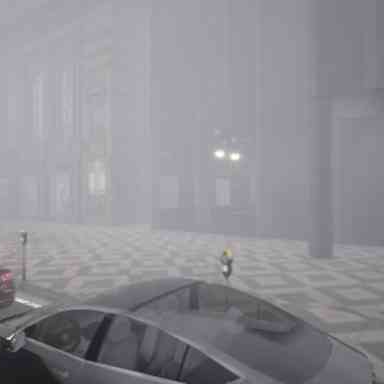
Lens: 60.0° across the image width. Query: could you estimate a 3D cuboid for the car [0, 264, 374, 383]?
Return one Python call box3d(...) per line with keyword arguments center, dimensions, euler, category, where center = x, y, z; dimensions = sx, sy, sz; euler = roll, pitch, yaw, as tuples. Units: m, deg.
box3d(center=(-0.552, 1.586, 3.353), dimensions=(4.313, 1.339, 1.947), euler=(-1, 0, 35), category="car")
